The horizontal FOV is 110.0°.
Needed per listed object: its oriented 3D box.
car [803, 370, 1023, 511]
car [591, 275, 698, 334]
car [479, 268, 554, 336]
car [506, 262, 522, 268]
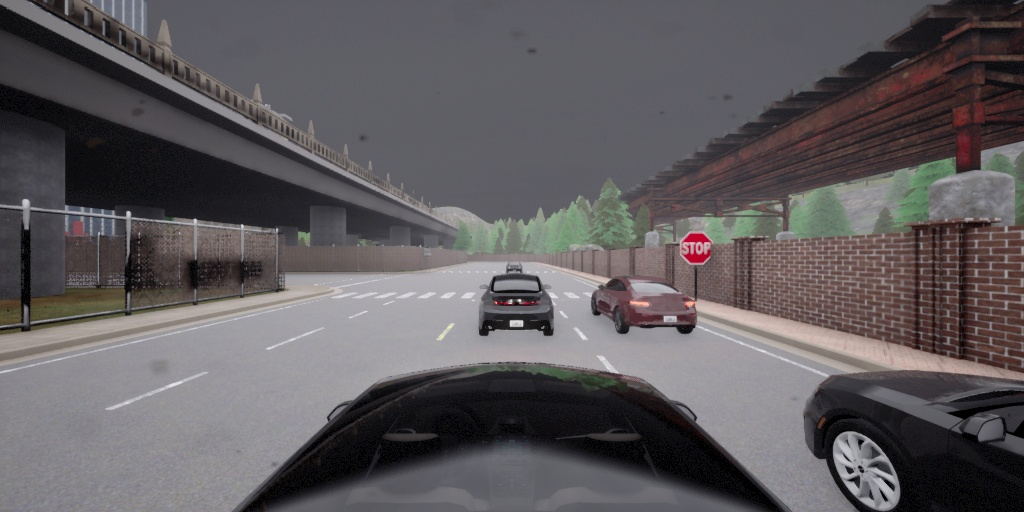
[{"bbox_3d":[3.600,1.255,1.286,1.837,1.490,4.892,0,0,0],"label":"car"},{"bbox_3d":[3.626,1.276,10.504,1.812,1.442,4.674,0,0,0],"label":"car"},{"bbox_3d":[0.105,1.255,10.378,1.837,1.490,4.892,0,0,0],"label":"car"},{"bbox_3d":[0.256,1.351,43.158,1.895,1.301,4.718,0,0,0],"label":"car"}]
